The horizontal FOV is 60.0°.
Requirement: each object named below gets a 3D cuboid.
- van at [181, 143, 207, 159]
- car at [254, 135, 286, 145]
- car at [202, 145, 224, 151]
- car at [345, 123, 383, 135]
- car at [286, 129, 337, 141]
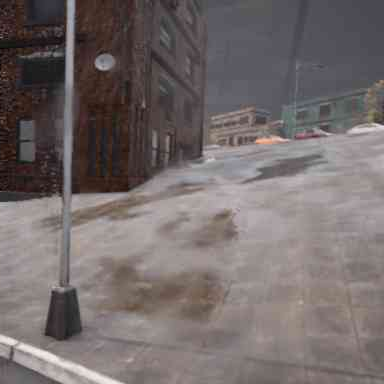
[{"bbox_3d":[0.243,-6.208,50.604,1.878,1.987,4.442,1,2,-32],"label":"van"},{"bbox_3d":[8.938,-5.478,36.699,2.185,1.767,4.553,1,2,-32],"label":"car"},{"bbox_3d":[3.096,-5.779,46.036,2.231,1.521,4.892,1,2,-32],"label":"car"},{"bbox_3d":[14.865,-4.863,27.218,2.002,1.452,4.674,1,2,-32],"label":"car"},{"bbox_3d":[11.863,-5.258,32.022,2.185,1.767,4.553,1,2,-32],"label":"car"}]
